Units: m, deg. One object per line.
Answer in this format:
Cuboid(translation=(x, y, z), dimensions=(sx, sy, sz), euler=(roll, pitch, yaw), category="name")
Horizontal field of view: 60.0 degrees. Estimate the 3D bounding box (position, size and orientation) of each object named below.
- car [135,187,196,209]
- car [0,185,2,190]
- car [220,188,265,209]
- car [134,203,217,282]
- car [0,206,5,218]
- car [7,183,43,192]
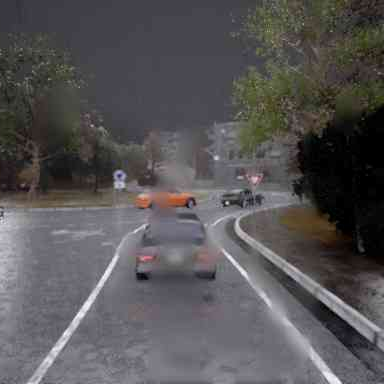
Cuboid(translation=(-1.841, 0.378, 24.697), dimensions=(4.553, 1.767, 2.097), euler=(-3, 4, -39), category="car")
Cuboid(translation=(-31.147, -0.715, 49.885), dimensions=(1.812, 1.442, 4.674), euler=(2, 2, 34), category="car")
Cuboid(translation=(4.128, 0.440, 26.653), dimensions=(1.837, 1.490, 4.892), euler=(3, 5, 39), category="car")
Cuboid(translation=(-0.451, 1.287, 9.173), dimensions=(2.033, 1.411, 5.357), euler=(0, 2, -3), category="car")
Cuboid(translation=(-12.361, 0.885, 17.384), dimensions=(4.674, 1.442, 1.812), euler=(0, 3, 0), category="car")
Cuboid(translation=(-25.831, -0.667, 51.488), dimensions=(4.718, 1.301, 1.895), euler=(-2, 3, -44), category="car")
